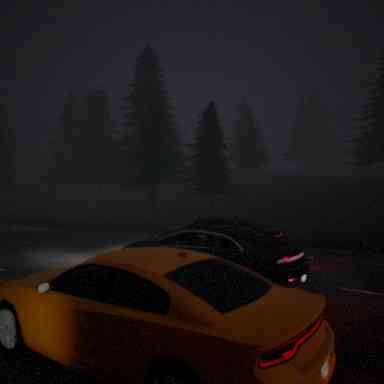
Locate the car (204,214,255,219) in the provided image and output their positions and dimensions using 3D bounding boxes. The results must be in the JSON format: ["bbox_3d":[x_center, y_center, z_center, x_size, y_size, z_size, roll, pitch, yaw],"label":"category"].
[{"bbox_3d":[0.863,1.575,11.973,4.892,1.490,1.837,-1,0,35],"label":"car"}]

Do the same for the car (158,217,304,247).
[{"bbox_3d":[0.274,1.541,8.093,4.902,1.511,2.128,-1,0,35],"label":"car"}]

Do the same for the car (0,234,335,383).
[{"bbox_3d":[-0.782,1.513,4.549,5.008,1.535,1.882,-1,0,35],"label":"car"}]
